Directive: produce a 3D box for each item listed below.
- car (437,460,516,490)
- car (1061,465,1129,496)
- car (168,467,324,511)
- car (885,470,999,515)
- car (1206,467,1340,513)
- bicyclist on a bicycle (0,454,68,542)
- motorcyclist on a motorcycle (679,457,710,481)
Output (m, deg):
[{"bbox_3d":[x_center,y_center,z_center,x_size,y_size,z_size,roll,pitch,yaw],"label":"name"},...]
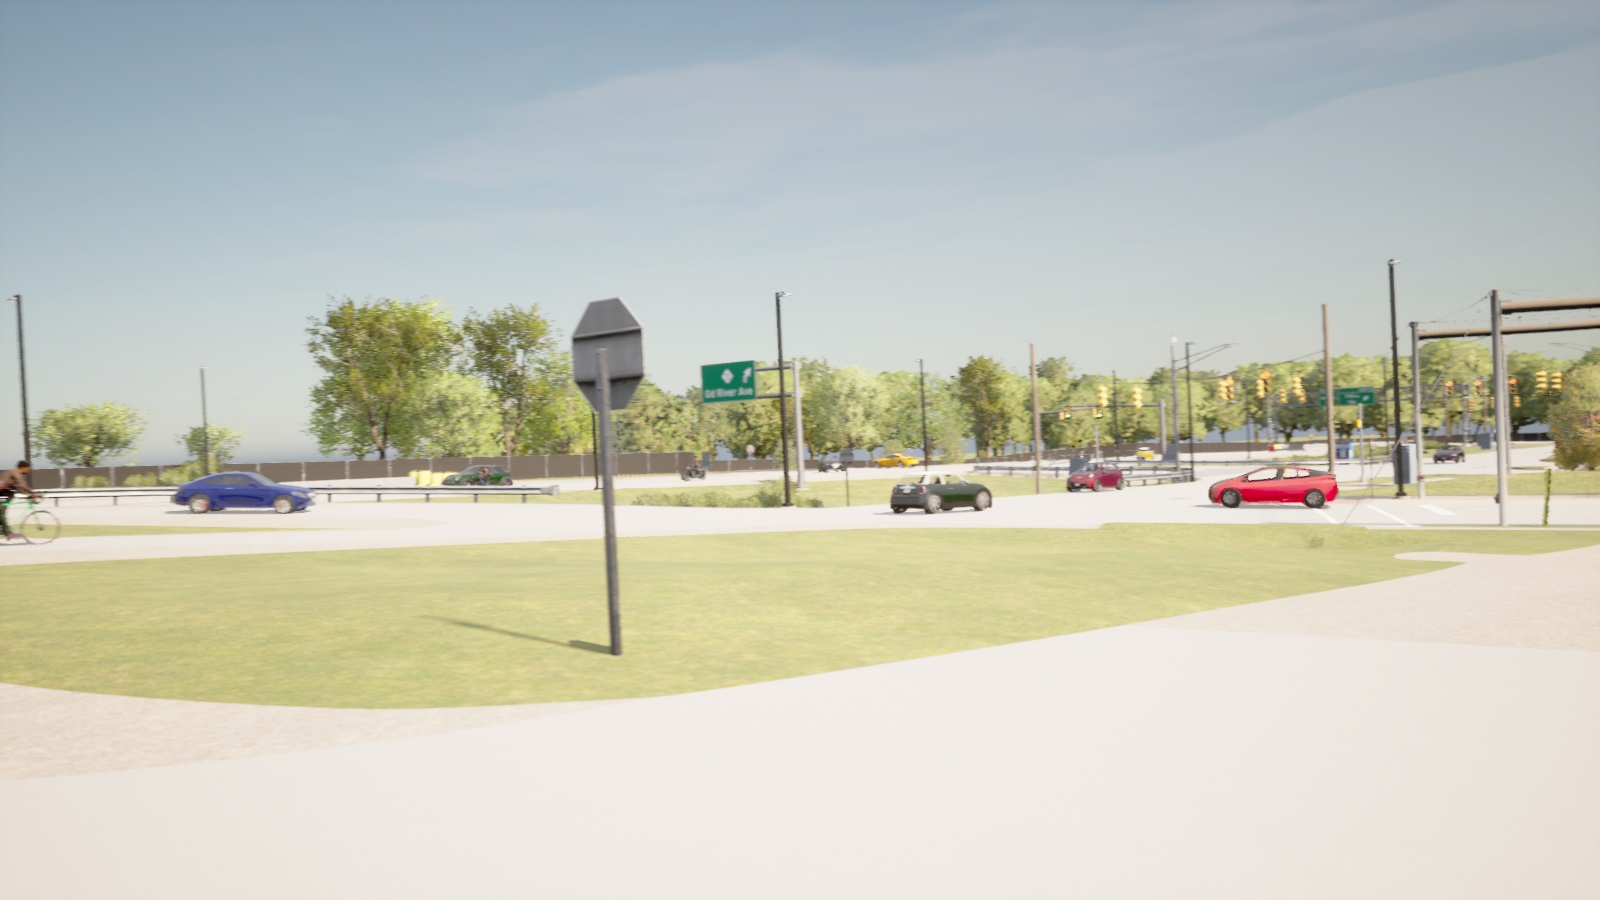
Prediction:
[{"bbox_3d":[-21.062,1.626,81.943,2.097,1.767,4.553,-2,0,42],"label":"car"},{"bbox_3d":[15.271,1.546,64.908,1.845,1.501,3.633,-2,-1,42],"label":"car"},{"bbox_3d":[-19.415,1.352,44.174,4.674,1.442,1.812,1,0,-4],"label":"car"},{"bbox_3d":[5.118,1.497,44.946,3.806,1.475,1.970,0,-1,-41],"label":"car"},{"bbox_3d":[17.295,1.427,45.980,4.514,1.525,2.007,0,2,22],"label":"car"},{"bbox_3d":[-14.849,0.905,23.690,0.582,1.620,1.656,-1,-3,41],"label":"bicyclist on a bicycle"},{"bbox_3d":[-7.681,1.398,91.468,0.766,1.649,2.350,-2,0,42],"label":"motorcyclist on a motorcycle"}]
